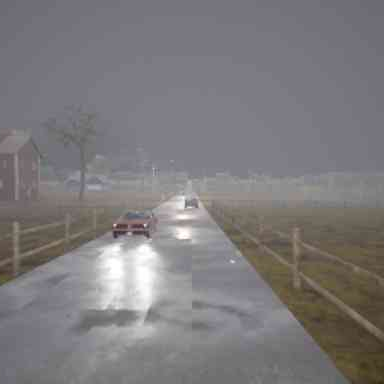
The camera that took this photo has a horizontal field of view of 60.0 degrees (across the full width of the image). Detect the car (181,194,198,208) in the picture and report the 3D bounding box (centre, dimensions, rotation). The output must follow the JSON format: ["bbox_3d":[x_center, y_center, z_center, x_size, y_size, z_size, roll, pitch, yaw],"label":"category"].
[{"bbox_3d":[-0.109,1.394,45.731,2.128,1.511,4.902,0,1,0],"label":"car"}]

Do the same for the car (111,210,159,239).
[{"bbox_3d":[-2.926,1.646,17.809,1.895,1.301,4.718,0,0,0],"label":"car"}]
